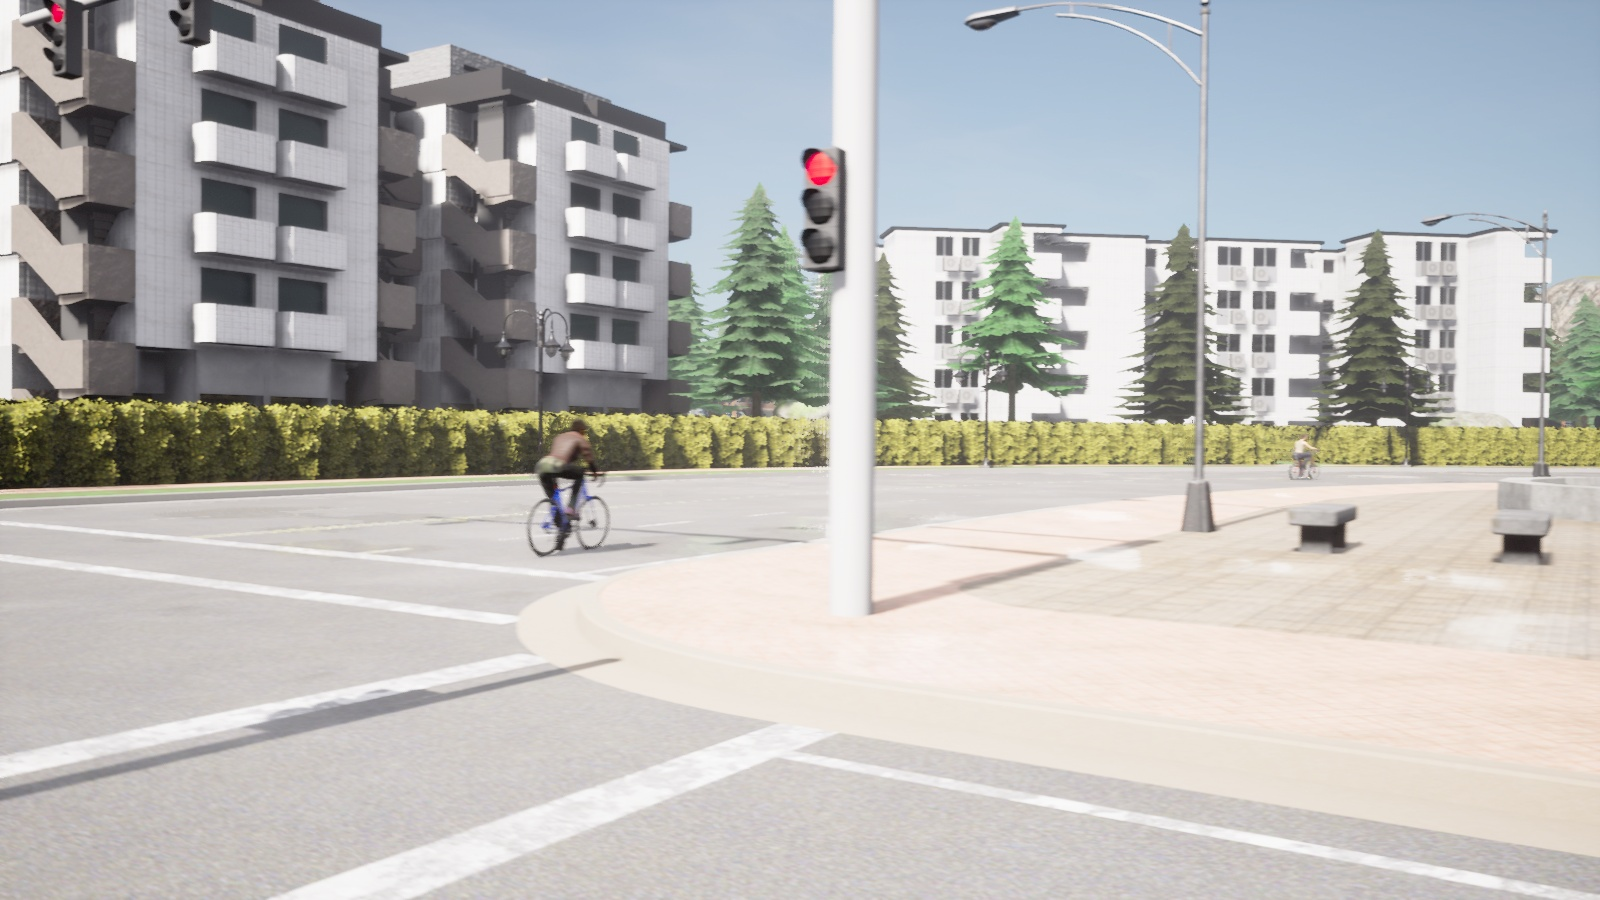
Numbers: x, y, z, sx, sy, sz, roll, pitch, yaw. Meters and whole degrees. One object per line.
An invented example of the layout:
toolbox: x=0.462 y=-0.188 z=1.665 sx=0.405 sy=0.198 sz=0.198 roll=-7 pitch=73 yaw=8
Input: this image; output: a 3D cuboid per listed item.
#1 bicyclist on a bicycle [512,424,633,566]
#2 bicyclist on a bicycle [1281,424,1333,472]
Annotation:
bicyclist on a bicycle: x=-2.714 y=0.502 z=15.138 sx=0.582 sy=1.620 sz=1.656 roll=0 pitch=1 yaw=25
bicyclist on a bicycle: x=17.452 y=-0.080 z=43.246 sx=1.509 sy=1.612 sz=0.866 roll=-1 pitch=1 yaw=-27
